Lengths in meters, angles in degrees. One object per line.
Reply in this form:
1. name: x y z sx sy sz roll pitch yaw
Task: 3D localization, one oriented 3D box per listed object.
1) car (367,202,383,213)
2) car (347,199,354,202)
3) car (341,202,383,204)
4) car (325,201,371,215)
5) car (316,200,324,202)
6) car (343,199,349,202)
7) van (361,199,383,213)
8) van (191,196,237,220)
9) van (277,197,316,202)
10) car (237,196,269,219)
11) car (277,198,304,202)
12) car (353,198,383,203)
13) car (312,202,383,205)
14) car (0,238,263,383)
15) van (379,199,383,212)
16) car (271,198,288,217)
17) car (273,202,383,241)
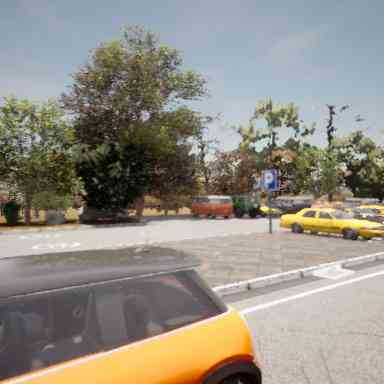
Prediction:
1. car: 28.816 2.261 48.893 2.097 1.535 5.008 2 -1 -35
2. car: 17.548 1.962 40.845 2.097 1.535 5.008 2 -1 -35
3. car: 11.427 1.609 20.430 2.097 1.535 5.008 1 -1 -35
4. car: 19.804 2.023 42.452 2.231 1.521 4.892 2 -1 -35
5. car: 13.055 1.717 37.609 2.185 1.767 4.553 2 -1 -35
6. car: 15.191 1.900 39.164 2.097 1.535 5.008 2 -1 -35
7. van: 26.636 1.976 47.188 1.878 1.987 4.442 2 -1 -35
8. van: 1.599 1.340 29.622 1.878 1.987 4.442 1 -1 -35
9. van: 10.716 1.557 36.123 1.878 1.987 4.442 2 -1 -35
10. car: 4.006 1.360 31.229 2.435 2.045 5.566 1 -1 -35
11. car: 8.528 1.724 34.411 2.231 1.521 4.892 2 -1 -35
12. car: 13.675 1.536 22.063 2.185 1.767 4.553 2 -1 -35
13. car: 9.171 1.566 18.820 2.231 1.521 4.892 1 -1 -35
14. car: -1.612 1.353 2.534 4.553 1.767 2.097 0 0 -36
15. van: 31.024 2.108 50.318 1.878 1.987 4.442 2 -1 -35
16. car: 6.379 1.662 32.660 1.946 1.575 5.366 1 -1 -35
17. car: 7.028 1.525 17.057 1.946 1.575 5.366 1 -1 -35
